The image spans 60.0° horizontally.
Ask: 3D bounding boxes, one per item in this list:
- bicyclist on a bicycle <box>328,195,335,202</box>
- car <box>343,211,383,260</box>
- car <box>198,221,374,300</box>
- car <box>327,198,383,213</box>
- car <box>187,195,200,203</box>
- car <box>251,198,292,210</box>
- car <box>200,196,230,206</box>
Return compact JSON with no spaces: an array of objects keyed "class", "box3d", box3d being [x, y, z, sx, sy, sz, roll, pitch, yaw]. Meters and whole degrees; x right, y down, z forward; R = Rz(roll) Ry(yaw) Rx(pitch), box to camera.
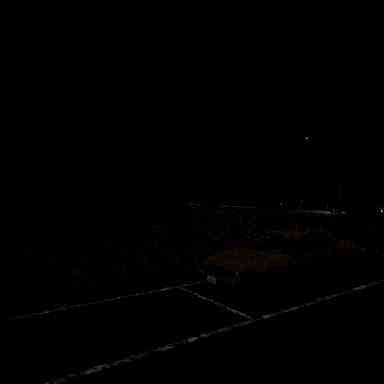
[{"class":"bicyclist on a bicycle","box3d":[16.341,1.158,38.933,1.656,1.620,0.582,0,0,-34]},{"class":"car","box3d":[7.156,1.547,11.673,4.507,1.381,1.887,0,1,-35]},{"class":"car","box3d":[2.395,1.526,8.370,4.829,1.417,1.752,0,1,-35]},{"class":"car","box3d":[14.732,1.342,30.238,2.128,1.511,4.902,1,0,-34]},{"class":"car","box3d":[-0.455,1.196,57.981,1.895,1.301,4.718,1,0,-34]},{"class":"car","box3d":[9.154,1.362,38.383,1.895,1.301,4.718,1,0,-34]},{"class":"car","box3d":[3.466,1.233,46.703,1.994,1.385,4.181,1,0,-34]}]
